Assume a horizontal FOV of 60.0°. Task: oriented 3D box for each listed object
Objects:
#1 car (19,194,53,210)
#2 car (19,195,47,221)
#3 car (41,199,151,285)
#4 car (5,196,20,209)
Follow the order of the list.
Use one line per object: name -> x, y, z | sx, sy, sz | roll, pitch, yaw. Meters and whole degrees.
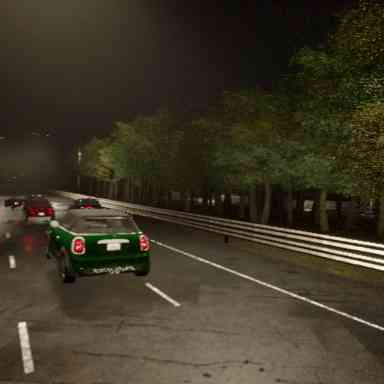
car -> -16.626, 1.014, 35.439 | 1.994, 1.385, 4.181 | 4, -1, -44
car -> -10.677, 1.166, 23.098 | 1.812, 1.442, 4.674 | 2, 0, -30
car -> -2.893, 1.263, 9.624 | 2.097, 1.767, 4.553 | 2, 0, -30
car -> -17.221, 1.004, 33.099 | 1.895, 1.301, 4.718 | -1, 2, -37
